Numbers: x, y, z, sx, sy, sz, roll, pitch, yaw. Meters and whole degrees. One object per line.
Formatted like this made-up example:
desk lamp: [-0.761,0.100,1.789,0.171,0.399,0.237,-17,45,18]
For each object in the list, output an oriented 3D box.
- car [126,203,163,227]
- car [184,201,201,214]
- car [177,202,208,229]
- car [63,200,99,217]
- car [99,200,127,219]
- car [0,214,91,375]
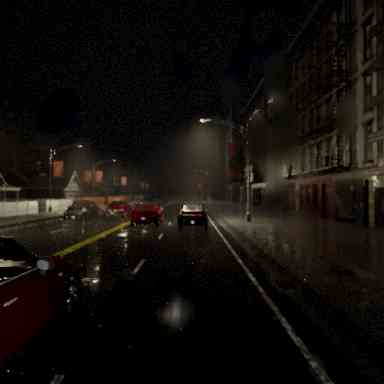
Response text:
car: [-3.201,1.601,24.217,1.882,1.535,5.008,0,0,0]
car: [0.018,1.784,38.552,1.895,1.301,4.718,0,0,0]
car: [0.052,1.607,22.378,2.128,1.511,4.902,0,0,0]
car: [-9.813,1.512,29.694,2.097,1.767,4.553,0,0,0]
car: [-6.563,1.478,29.672,1.812,1.442,4.674,0,0,0]
car: [-3.158,1.379,4.516,2.097,1.767,4.553,0,0,0]
